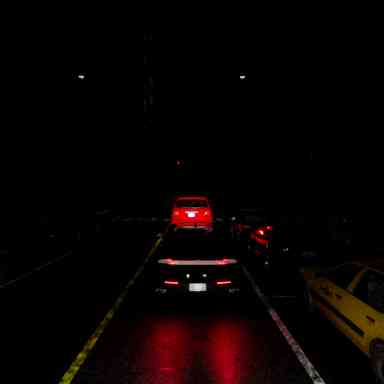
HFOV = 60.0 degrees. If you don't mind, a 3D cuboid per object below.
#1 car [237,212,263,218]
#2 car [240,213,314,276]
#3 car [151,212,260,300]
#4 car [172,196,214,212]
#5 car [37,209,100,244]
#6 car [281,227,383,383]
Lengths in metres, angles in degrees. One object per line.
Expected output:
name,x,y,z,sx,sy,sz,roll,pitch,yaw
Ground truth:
car,2.863,1.576,15.783,1.802,1.307,4.206,-1,0,0
car,2.864,1.562,10.197,1.947,1.339,4.313,-1,0,0
car,0.097,1.489,8.370,2.128,1.511,4.902,0,0,0
car,0.063,1.214,18.718,2.150,2.045,5.566,0,0,2
car,-5.682,1.539,15.778,1.887,1.381,4.507,-1,0,0
car,2.865,1.524,4.781,1.752,1.417,4.829,-1,0,0
